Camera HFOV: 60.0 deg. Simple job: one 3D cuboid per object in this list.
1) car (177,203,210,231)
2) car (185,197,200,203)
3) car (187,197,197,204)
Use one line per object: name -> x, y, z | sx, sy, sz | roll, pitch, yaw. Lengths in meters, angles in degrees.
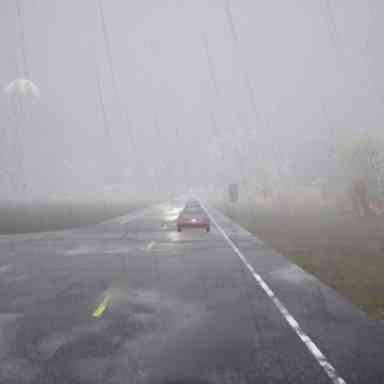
car -> 0.093, 1.613, 20.979 | 1.994, 1.385, 4.181 | 0, 0, 0
car -> 0.082, 1.589, 42.590 | 2.128, 1.511, 4.902 | 0, 0, 0
car -> -0.029, 1.709, 70.569 | 1.994, 1.385, 4.181 | 0, 0, 0
